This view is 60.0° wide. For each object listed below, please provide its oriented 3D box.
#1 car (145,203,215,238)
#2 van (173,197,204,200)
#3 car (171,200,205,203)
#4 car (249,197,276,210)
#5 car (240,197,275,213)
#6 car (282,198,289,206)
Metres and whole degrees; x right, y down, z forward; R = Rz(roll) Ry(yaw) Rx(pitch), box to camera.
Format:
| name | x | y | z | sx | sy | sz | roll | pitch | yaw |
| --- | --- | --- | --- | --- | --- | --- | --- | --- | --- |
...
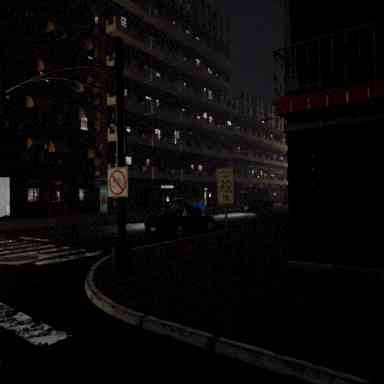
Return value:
| name | x | y | z | sx | sy | sz | roll | pitch | yaw |
| --- | --- | --- | --- | --- | --- | --- | --- | --- | --- |
| car | -0.488 | 1.435 | 16.812 | 2.008 | 1.369 | 4.403 | -1 | -1 | 36 |
| van | -0.392 | 1.365 | 30.457 | 1.690 | 1.788 | 3.998 | -1 | -1 | 36 |
| car | -0.926 | 1.545 | 25.482 | 1.994 | 1.385 | 4.181 | -1 | -1 | 36 |
| car | 9.359 | 1.430 | 44.030 | 1.967 | 1.590 | 4.097 | -1 | -1 | 36 |
| car | 7.057 | 1.445 | 36.583 | 2.128 | 1.511 | 4.902 | -1 | -1 | 36 |
| car | 15.761 | 1.495 | 52.939 | 1.752 | 1.417 | 4.829 | -1 | -1 | 36 |
